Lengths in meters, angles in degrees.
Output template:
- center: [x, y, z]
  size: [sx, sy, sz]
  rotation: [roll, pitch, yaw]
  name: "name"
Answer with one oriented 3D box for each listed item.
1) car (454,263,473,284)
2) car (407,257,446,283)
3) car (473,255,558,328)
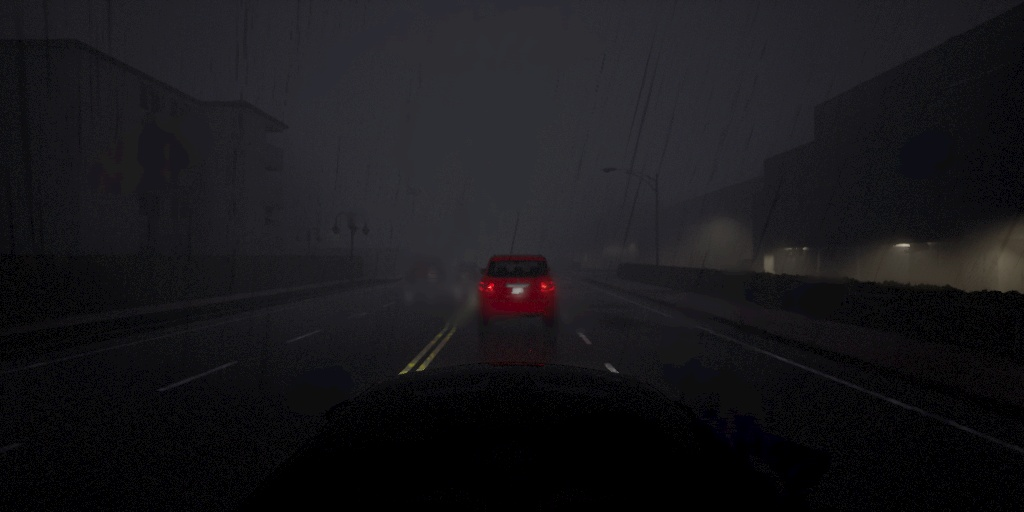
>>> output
- center: [-3.359, 1.312, 28.305]
  size: [2.128, 1.511, 4.902]
  rotation: [0, 0, 1]
  name: "car"
- center: [-6.845, 1.082, 29.326]
  size: [2.150, 2.045, 5.566]
  rotation: [0, 0, 0]
  name: "car"
- center: [0.162, 0.994, 11.670]
  size: [2.150, 2.045, 5.566]
  rotation: [0, -1, 0]
  name: "car"
